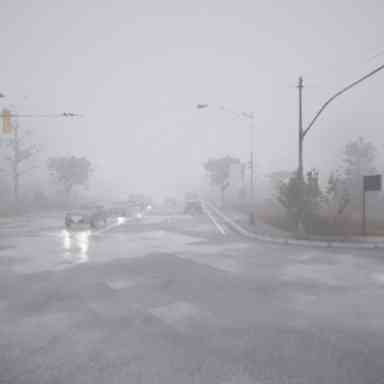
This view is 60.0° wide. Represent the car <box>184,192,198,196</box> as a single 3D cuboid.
[{"bbox_3d":[-0.156,0.922,59.629,2.150,2.045,5.566,0,1,-2],"label":"car"}]

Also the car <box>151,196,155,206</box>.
[{"bbox_3d":[-7.006,1.315,52.424,2.128,1.511,4.902,0,1,0],"label":"car"}]

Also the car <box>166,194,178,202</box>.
[{"bbox_3d":[-3.896,1.127,64.212,1.812,1.442,4.674,0,1,-8],"label":"car"}]

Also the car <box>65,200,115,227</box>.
[{"bbox_3d":[-7.086,1.493,22.814,2.128,1.511,4.902,0,0,0],"label":"car"}]

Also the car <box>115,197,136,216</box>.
[{"bbox_3d":[-7.039,1.503,32.209,1.837,1.490,4.892,0,0,0],"label":"car"}]

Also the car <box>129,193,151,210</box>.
[{"bbox_3d":[-6.999,1.168,42.281,2.150,2.045,5.566,0,0,0],"label":"car"}]

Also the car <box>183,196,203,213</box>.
[{"bbox_3d":[0.101,1.489,36.916,1.837,1.490,4.892,0,0,0],"label":"car"}]

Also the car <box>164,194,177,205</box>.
[{"bbox_3d":[-3.513,1.302,54.085,1.837,1.490,4.892,0,1,0],"label":"car"}]
